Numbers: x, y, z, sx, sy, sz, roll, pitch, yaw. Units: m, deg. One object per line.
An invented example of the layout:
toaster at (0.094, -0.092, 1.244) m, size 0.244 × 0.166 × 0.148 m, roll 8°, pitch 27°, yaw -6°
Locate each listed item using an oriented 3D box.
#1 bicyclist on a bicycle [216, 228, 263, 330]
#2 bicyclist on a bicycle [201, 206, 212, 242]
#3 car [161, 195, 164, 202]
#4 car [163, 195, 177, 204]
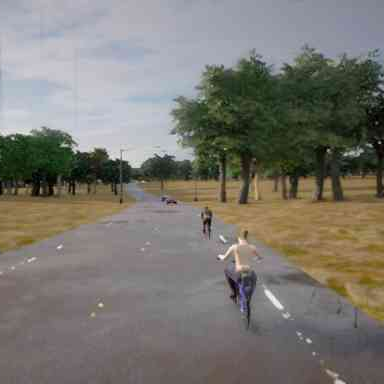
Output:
bicyclist on a bicycle at (0.880, 1.435, 5.915) m, size 0.866 × 1.612 × 1.509 m, roll 0°, pitch 0°, yaw 0°
bicyclist on a bicycle at (0.692, 1.461, 15.409) m, size 0.582 × 1.620 × 1.656 m, roll 0°, pitch 0°, yaw -2°
car at (-6.016, 1.434, 77.043) m, size 1.882 × 1.535 × 5.008 m, roll 0°, pitch 0°, yaw -9°
car at (-3.914, 1.602, 62.383) m, size 1.895 × 1.301 × 4.718 m, roll 0°, pitch 0°, yaw -7°
